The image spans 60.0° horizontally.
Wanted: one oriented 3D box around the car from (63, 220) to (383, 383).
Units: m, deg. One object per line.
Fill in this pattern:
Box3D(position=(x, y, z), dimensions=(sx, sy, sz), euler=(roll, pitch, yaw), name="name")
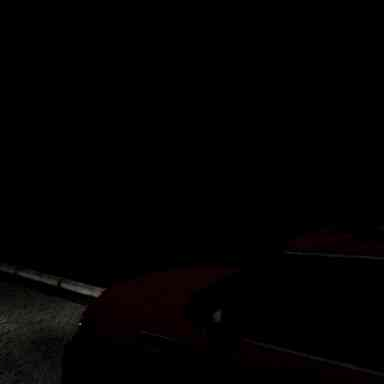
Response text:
Box3D(position=(1.465, 1.221, 2.333), dimensions=(5.566, 2.045, 2.150), euler=(0, 0, 35), name="car")
